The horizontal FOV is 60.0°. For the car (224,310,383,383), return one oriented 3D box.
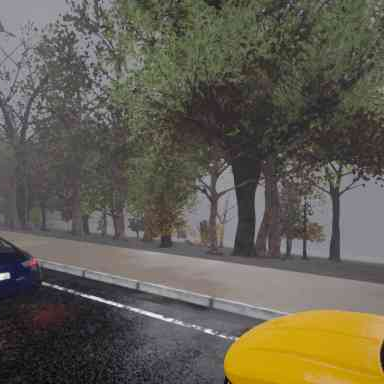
[{"bbox_3d":[2.520,1.478,1.888,5.008,1.535,1.882,0,0,36],"label":"car"}]

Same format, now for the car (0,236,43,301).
[{"bbox_3d":[-5.204,1.562,7.407,4.181,1.385,1.994,0,0,36],"label":"car"}]
